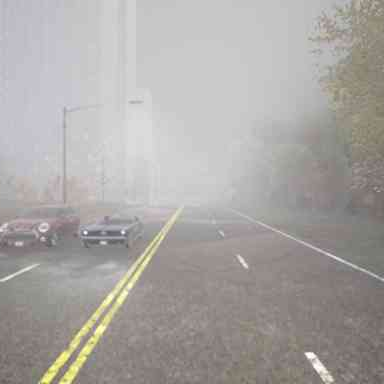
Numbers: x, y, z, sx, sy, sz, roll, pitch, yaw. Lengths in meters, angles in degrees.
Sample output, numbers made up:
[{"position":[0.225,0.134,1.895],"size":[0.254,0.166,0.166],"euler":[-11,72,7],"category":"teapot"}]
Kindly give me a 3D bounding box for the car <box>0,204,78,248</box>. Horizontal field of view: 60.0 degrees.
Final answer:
[{"position":[-6.584,1.388,14.915],"size":[2.097,1.767,4.553],"euler":[0,0,0],"category":"car"}]

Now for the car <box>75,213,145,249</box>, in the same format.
[{"position":[-3.335,1.624,14.799],"size":[1.895,1.301,4.718],"euler":[0,0,0],"category":"car"}]
